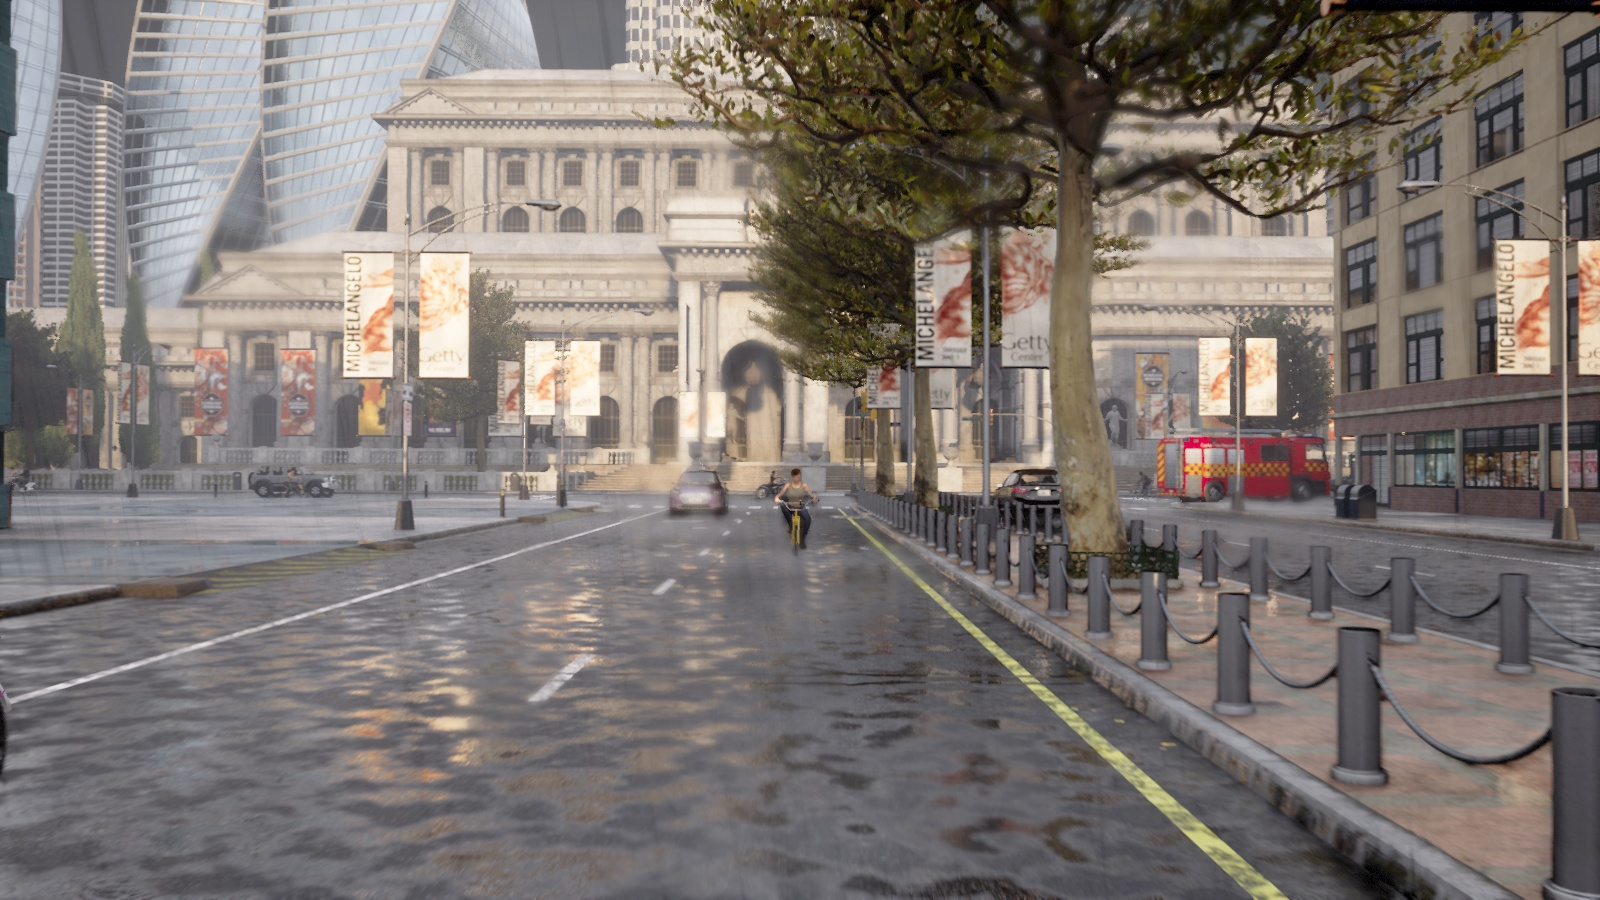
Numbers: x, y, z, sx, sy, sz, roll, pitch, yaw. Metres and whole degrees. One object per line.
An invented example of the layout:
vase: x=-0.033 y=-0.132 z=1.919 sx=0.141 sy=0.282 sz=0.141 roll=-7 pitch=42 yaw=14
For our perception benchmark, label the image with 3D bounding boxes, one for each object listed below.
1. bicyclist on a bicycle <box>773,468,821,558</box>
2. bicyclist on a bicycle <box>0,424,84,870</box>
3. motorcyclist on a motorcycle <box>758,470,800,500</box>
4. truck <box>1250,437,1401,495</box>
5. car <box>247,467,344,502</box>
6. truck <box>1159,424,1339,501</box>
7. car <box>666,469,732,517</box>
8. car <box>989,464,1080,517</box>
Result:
bicyclist on a bicycle: x=-0.062 y=1.142 z=23.305 sx=0.866 sy=1.612 sz=1.509 roll=0 pitch=-1 yaw=0
bicyclist on a bicycle: x=-3.512 y=0.777 z=4.653 sx=0.659 sy=1.776 sz=1.843 roll=0 pitch=-1 yaw=0
motorcyclist on a motorcycle: x=-1.149 y=1.929 z=69.227 sx=2.350 sy=1.649 sz=0.766 roll=0 pitch=-1 yaw=0
truck: x=31.803 y=0.981 z=76.191 sx=7.936 sy=3.462 sz=2.891 roll=0 pitch=-1 yaw=0
car: x=-27.785 y=1.902 z=69.264 sx=4.605 sy=1.855 sz=1.932 roll=0 pitch=-1 yaw=0
truck: x=23.159 y=0.643 z=64.850 sx=8.468 sy=3.827 sz=2.891 roll=0 pitch=-1 yaw=-12
car: x=-3.600 y=1.520 z=45.470 sx=2.033 sy=1.649 sz=4.856 roll=0 pitch=-1 yaw=0
car: x=7.893 y=1.344 z=42.781 sx=2.242 sy=1.667 sz=4.611 roll=0 pitch=-1 yaw=0
